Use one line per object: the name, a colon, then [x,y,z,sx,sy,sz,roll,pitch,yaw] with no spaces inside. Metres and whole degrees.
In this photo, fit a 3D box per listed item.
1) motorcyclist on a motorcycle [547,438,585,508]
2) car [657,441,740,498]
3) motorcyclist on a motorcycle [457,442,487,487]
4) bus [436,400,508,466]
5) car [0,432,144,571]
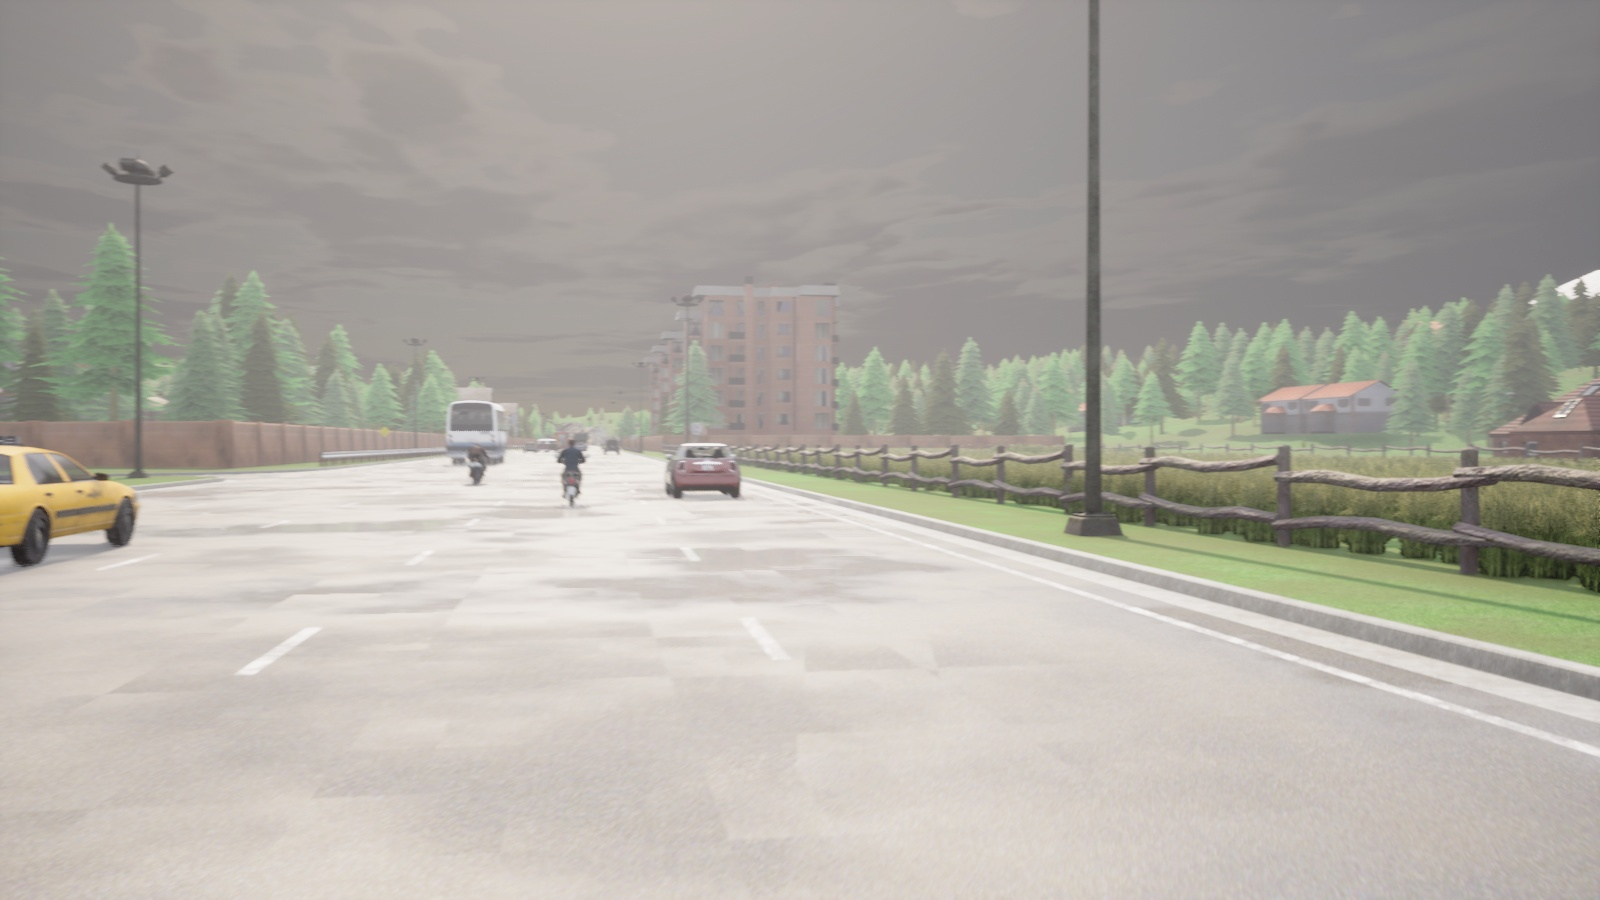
motorcyclist on a motorcycle: [-5.522,0.516,29.683,0.866,1.590,1.817,0,0,-10]
car: [-2.885,0.502,34.955,1.970,1.475,3.806,0,0,-10]
motorcyclist on a motorcycle: [-11.694,0.498,44.784,0.866,1.530,2.191,0,0,-10]
bus: [-22.558,-1.180,86.888,3.944,4.253,10.273,0,1,-10]
car: [-10.294,0.572,16.057,1.801,1.575,5.366,0,0,-10]
